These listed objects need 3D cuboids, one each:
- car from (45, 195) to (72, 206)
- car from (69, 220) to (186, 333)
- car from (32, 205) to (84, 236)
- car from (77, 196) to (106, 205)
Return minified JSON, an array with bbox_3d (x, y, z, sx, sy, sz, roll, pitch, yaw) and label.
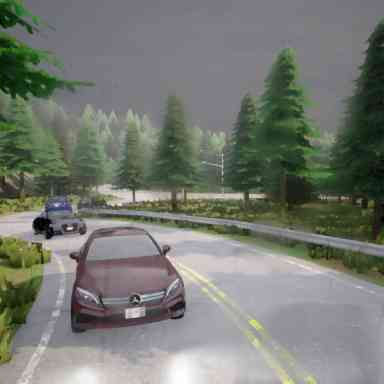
[{"bbox_3d":[-12.895,1.326,32.241,2.150,2.045,5.566,-1,0,-18],"label":"car"},{"bbox_3d":[-1.528,1.523,7.112,1.812,1.442,4.674,-2,0,-17],"label":"car"},{"bbox_3d":[-7.309,1.667,18.177,1.994,1.385,4.181,-4,2,-38],"label":"car"},{"bbox_3d":[-12.761,1.289,42.834,2.097,1.767,4.553,2,2,13],"label":"car"}]
